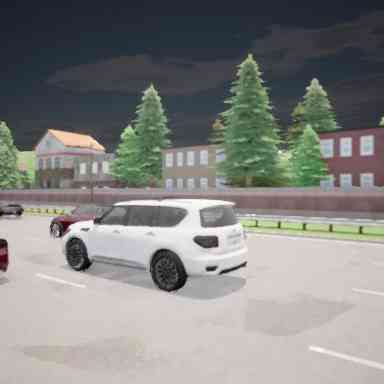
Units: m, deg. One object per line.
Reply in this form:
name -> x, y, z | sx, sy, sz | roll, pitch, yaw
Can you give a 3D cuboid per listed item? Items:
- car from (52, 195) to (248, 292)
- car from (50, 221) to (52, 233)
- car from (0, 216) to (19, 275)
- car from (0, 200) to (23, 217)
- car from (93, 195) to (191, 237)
car -> -1.211, 1.212, 9.152 | 5.566, 2.045, 2.150 | 0, 0, 36
car -> -4.819, 1.333, 16.028 | 4.553, 1.767, 2.097 | 0, 0, 36
car -> -6.841, 1.462, 8.871 | 5.008, 1.535, 1.882 | 0, 0, 36
car -> -16.512, 1.448, 28.669 | 4.902, 1.511, 2.128 | 0, 0, 36
car -> -2.960, 1.202, 19.003 | 5.566, 2.045, 2.150 | 0, 0, 36
